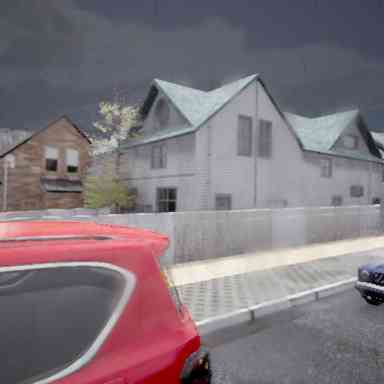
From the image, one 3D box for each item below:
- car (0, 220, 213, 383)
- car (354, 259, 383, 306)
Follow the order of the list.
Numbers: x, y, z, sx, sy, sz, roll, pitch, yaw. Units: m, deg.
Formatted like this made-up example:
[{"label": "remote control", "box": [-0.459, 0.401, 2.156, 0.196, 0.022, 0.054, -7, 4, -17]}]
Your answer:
[{"label": "car", "box": [-2.414, 1.226, 1.277, 5.566, 2.045, 2.150, 1, -1, -37]}, {"label": "car", "box": [5.473, 1.677, 7.079, 4.718, 1.301, 1.895, 1, -1, -36]}]
